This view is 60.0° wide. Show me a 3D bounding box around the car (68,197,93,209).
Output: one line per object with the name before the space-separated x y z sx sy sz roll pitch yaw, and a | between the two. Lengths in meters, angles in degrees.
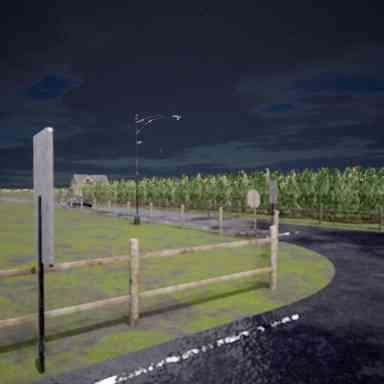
car | -14.708 1.373 43.633 2.033 1.411 5.357 -1 1 -37
